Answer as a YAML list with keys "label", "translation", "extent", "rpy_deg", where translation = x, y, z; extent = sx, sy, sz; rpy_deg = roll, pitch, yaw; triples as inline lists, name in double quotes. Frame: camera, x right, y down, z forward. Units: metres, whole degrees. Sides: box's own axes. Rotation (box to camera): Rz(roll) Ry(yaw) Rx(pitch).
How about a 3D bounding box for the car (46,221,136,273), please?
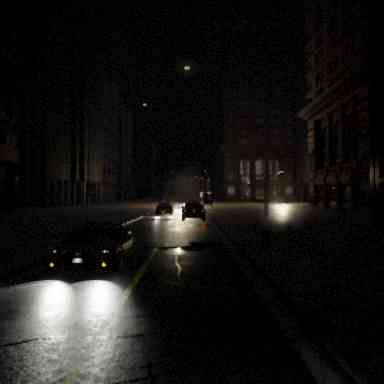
- label: "car"
  translation: [-3.097, 1.689, 10.999]
  extent: [1.994, 1.385, 4.181]
  rpy_deg: [0, -1, 0]

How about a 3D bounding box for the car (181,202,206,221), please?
- label: "car"
  translation: [0.101, 1.684, 30.759]
  extent: [2.097, 1.767, 4.553]
  rpy_deg: [0, -1, -2]

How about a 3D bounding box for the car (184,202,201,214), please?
- label: "car"
  translation: [0.079, 2.009, 41.838]
  extent: [1.994, 1.385, 4.181]
  rpy_deg: [0, 0, 0]

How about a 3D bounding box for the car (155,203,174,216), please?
- label: "car"
  translation: [-3.098, 1.929, 37.631]
  extent: [1.812, 1.442, 4.674]
  rpy_deg: [0, -1, 0]
